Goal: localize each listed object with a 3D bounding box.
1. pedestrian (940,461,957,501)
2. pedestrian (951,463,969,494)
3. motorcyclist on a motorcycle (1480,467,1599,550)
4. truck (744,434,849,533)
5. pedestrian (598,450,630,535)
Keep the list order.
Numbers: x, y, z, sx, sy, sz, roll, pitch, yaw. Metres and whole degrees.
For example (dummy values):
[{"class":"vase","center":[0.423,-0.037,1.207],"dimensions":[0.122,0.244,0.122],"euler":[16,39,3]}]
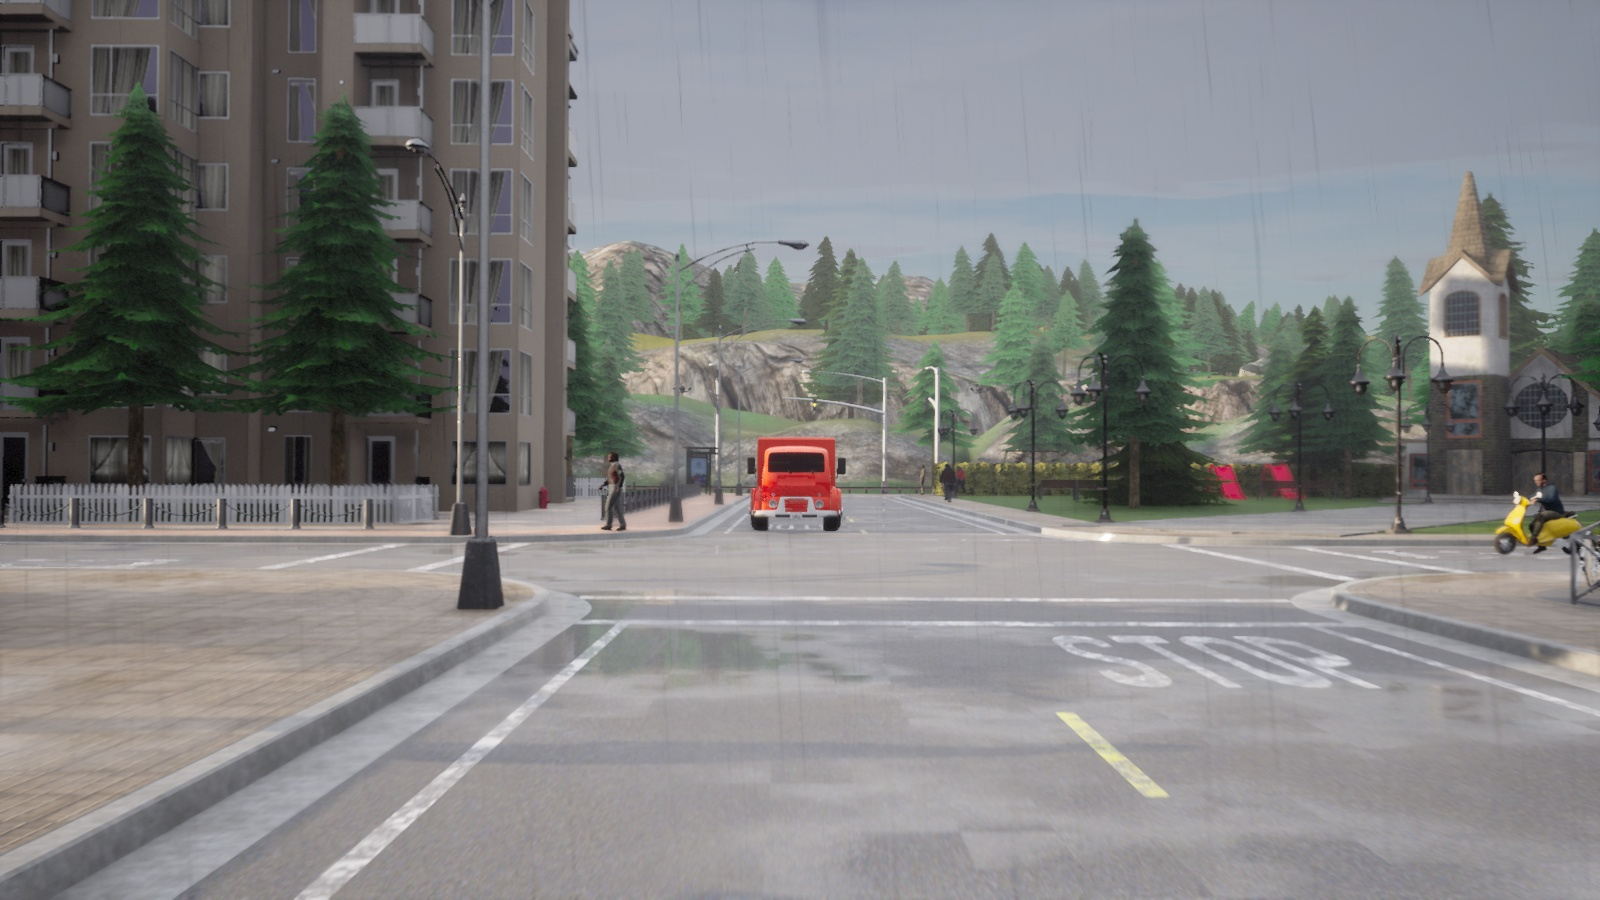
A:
[{"class":"pedestrian","center":[6.843,1.415,57.786],"dimensions":[0.634,1.844,0.899],"euler":[0,-1,-3]},{"class":"pedestrian","center":[9.514,1.691,74.855],"dimensions":[0.634,1.844,0.899],"euler":[-1,-1,44]},{"class":"motorcyclist on a motorcycle","center":[14.455,1.137,24.581],"dimensions":[1.817,1.590,0.866],"euler":[0,-1,-1]},{"class":"truck","center":[-0.096,0.909,34.017],"dimensions":[2.627,2.467,5.204],"euler":[0,-2,0]},{"class":"pedestrian","center":[-4.291,0.978,28.970],"dimensions":[0.666,1.930,0.402],"euler":[0,-1,-18]}]
